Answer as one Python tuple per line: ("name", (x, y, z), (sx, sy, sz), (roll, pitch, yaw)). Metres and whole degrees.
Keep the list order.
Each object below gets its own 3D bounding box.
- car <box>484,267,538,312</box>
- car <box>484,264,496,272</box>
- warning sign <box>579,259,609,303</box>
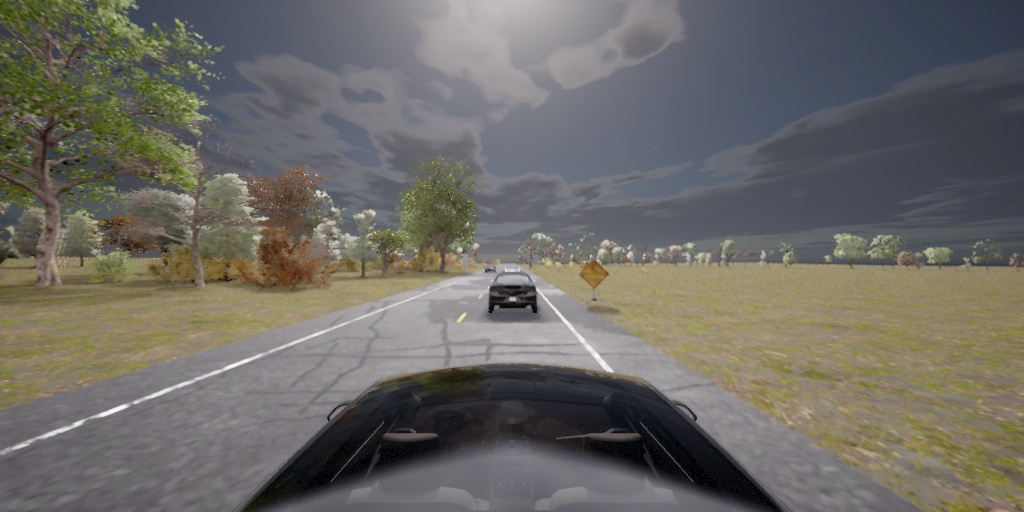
("car", (0.053, 1.416, 15.276), (1.882, 1.535, 5.008), (0, -1, 1))
("car", (-3.555, 2.077, 59.856), (1.837, 1.490, 4.892), (0, 0, 0))
("warning sign", (3.550, 1.056, 15.450), (1.300, 1.860, 1.060), (0, 0, 0))
